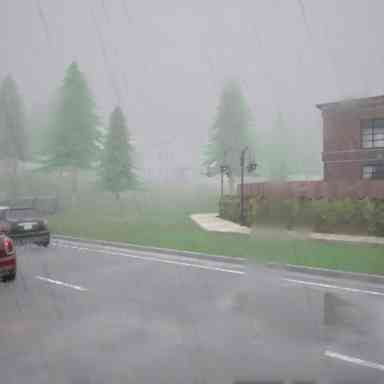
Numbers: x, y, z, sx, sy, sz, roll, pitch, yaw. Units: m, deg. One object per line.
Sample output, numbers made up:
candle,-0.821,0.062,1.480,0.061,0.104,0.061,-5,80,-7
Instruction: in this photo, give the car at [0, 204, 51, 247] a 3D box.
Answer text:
car,-7.881,1.351,13.666,4.553,1.767,2.097,0,0,35

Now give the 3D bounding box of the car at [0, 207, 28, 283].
car,-6.468,1.351,8.424,4.553,1.767,2.097,0,0,35
